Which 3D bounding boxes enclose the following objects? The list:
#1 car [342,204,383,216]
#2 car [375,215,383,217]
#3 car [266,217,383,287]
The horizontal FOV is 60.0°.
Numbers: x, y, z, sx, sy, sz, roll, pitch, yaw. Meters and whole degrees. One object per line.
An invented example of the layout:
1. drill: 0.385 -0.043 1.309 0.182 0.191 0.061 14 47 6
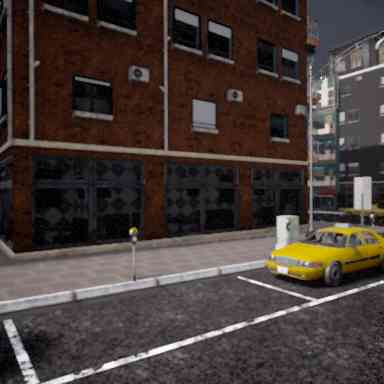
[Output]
1. car: 18.118 1.843 34.451 1.752 1.417 4.829 -1 0 -36
2. car: 8.929 1.694 12.938 4.403 1.369 2.008 1 -1 -35
3. car: 4.179 1.611 9.552 4.829 1.417 1.752 1 -1 -35
